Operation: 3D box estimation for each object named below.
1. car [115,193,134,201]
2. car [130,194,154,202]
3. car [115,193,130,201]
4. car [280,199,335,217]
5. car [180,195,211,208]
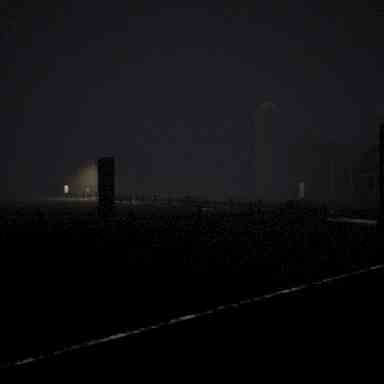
[{"bbox_3d":[-13.535,0.903,66.048,1.837,1.490,4.892,-1,1,-36],"label":"car"},{"bbox_3d":[-8.677,1.082,59.318,1.895,1.301,4.718,-1,1,-36],"label":"car"},{"bbox_3d":[-12.658,1.021,60.113,2.033,1.411,5.357,-1,1,-36],"label":"car"},{"bbox_3d":[9.822,1.337,28.531,2.128,1.511,4.902,0,1,-34],"label":"car"},{"bbox_3d":[0.376,1.195,41.821,1.837,1.490,4.892,-1,1,-36],"label":"car"}]
